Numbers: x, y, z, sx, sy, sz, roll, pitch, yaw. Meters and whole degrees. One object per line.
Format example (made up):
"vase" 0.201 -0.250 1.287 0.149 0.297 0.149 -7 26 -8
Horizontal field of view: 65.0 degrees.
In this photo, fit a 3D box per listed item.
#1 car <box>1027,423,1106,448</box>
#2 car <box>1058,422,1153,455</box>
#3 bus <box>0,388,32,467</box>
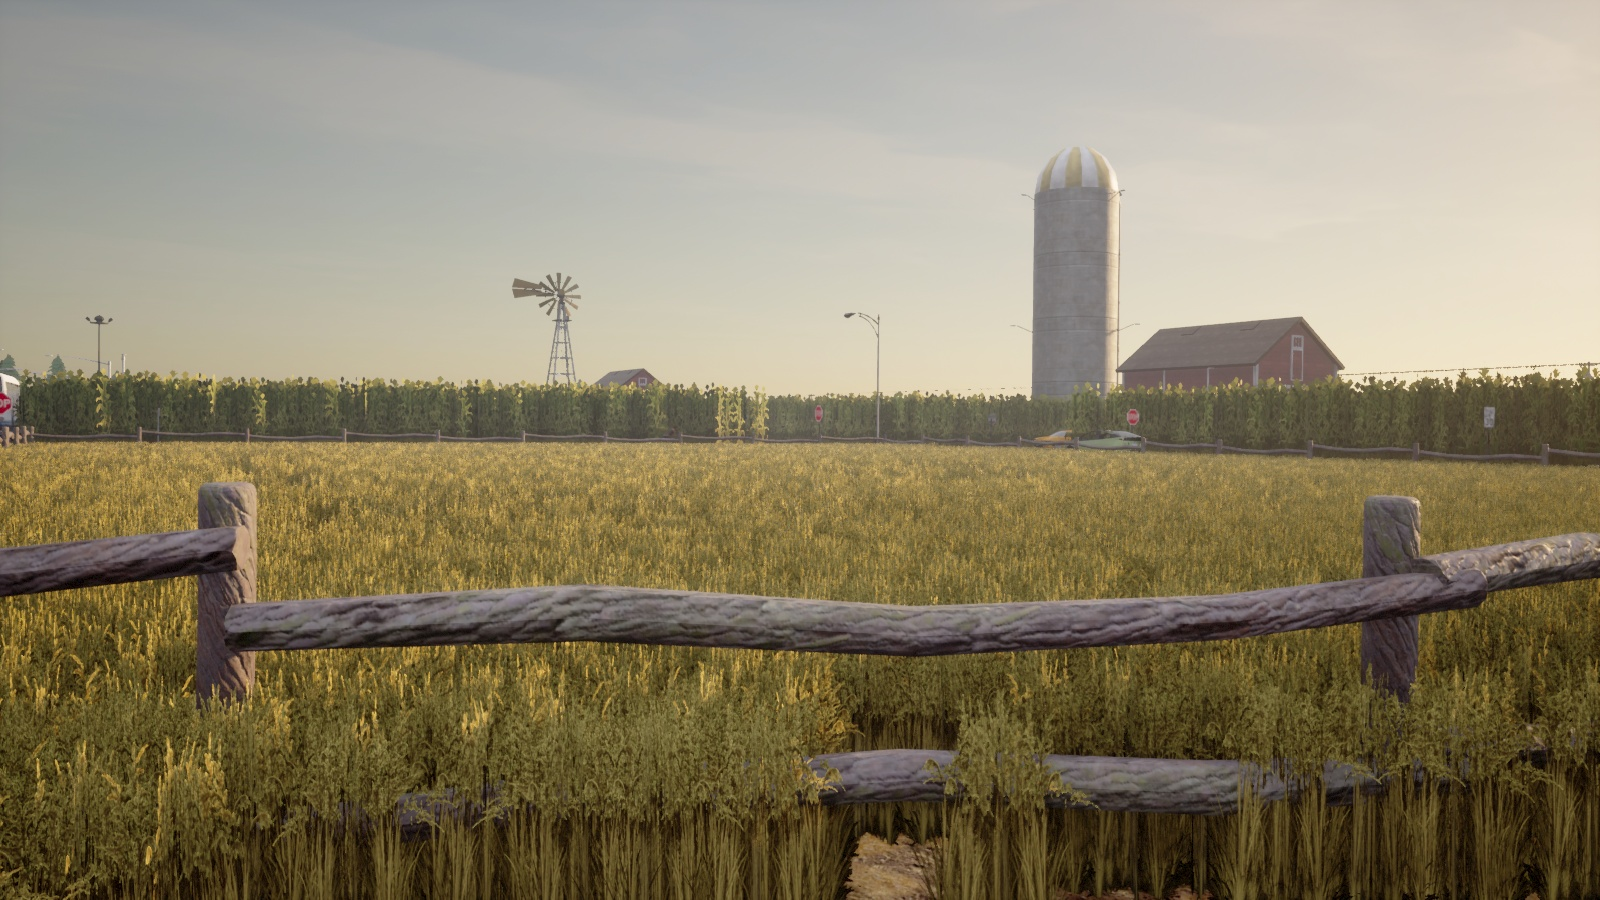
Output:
"car" 17.326 -0.942 81.590 5.008 1.535 1.882 0 1 -28
"car" 14.731 -0.567 60.857 2.007 1.525 4.514 -1 2 -27
"bus" -46.435 -1.239 71.436 3.944 4.253 10.273 -1 1 -28
